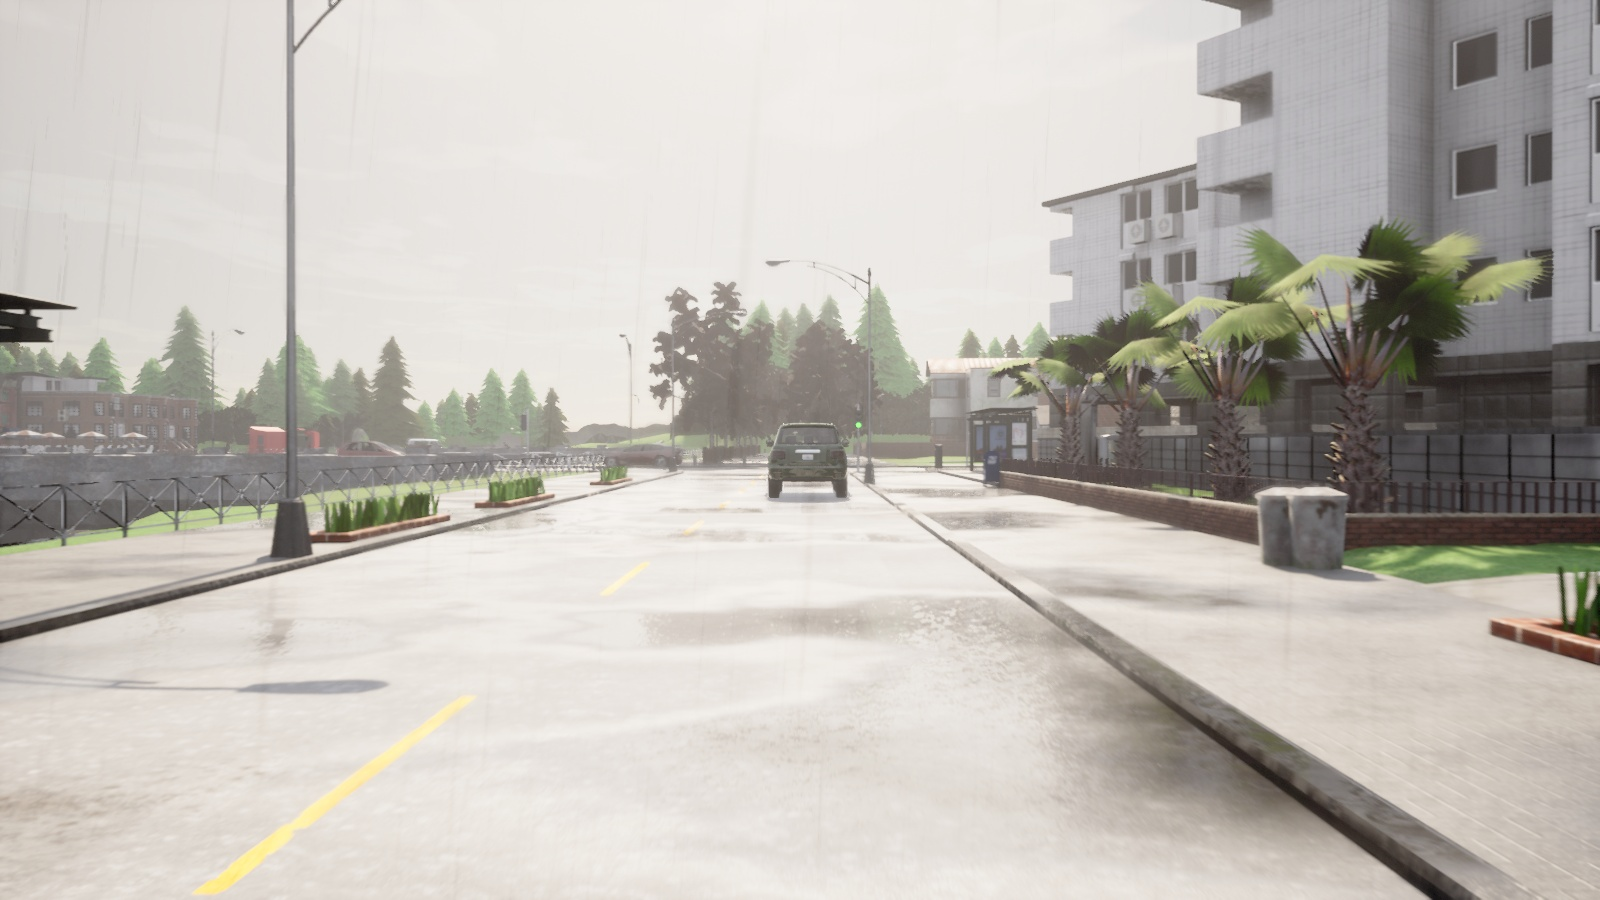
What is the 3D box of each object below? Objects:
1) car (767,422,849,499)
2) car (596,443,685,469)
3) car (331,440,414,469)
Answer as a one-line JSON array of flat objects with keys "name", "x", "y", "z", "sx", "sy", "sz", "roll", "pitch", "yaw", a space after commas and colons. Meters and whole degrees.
[{"name": "car", "x": 0.222, "y": 0.264, "z": 35.854, "sx": 2.150, "sy": 2.045, "sz": 5.566, "roll": 0, "pitch": 0, "yaw": 0}, {"name": "car", "x": -9.300, "y": 0.325, "z": 73.420, "sx": 4.792, "sy": 1.488, "sz": 2.163, "roll": 0, "pitch": 0, "yaw": 10}, {"name": "car", "x": -23.644, "y": 0.234, "z": 69.558, "sx": 3.988, "sy": 1.617, "sz": 1.851, "roll": 0, "pitch": 0, "yaw": 0}]
